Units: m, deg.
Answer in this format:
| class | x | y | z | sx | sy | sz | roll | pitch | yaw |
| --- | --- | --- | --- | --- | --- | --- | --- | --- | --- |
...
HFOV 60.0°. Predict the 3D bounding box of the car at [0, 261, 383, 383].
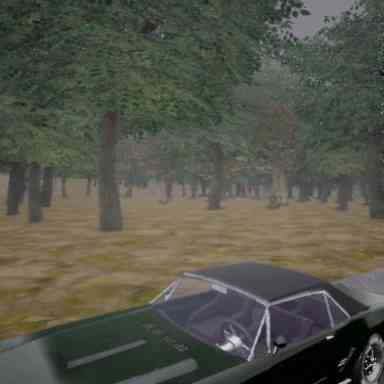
| class | x | y | z | sx | sy | sz | roll | pitch | yaw |
| --- | --- | --- | --- | --- | --- | --- | --- | --- | --- |
| car | 0.404 | 1.592 | 3.667 | 4.718 | 1.301 | 1.895 | 0 | 0 | -36 |
